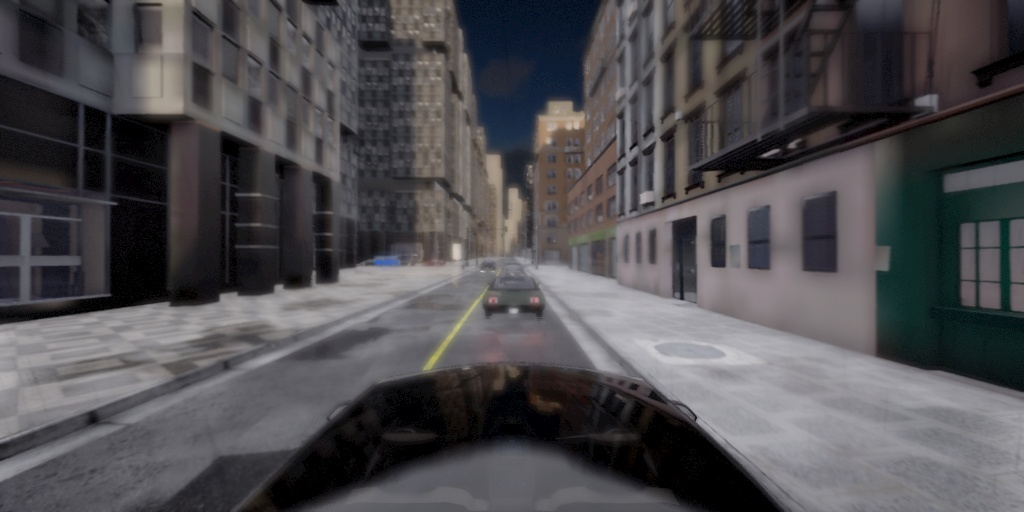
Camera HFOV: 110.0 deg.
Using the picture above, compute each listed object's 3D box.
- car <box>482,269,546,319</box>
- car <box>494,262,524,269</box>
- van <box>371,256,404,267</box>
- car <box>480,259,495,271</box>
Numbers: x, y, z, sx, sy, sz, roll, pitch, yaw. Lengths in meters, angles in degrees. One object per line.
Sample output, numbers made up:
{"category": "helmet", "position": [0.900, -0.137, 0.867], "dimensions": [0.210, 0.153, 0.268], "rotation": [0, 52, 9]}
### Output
{"category": "car", "position": [0.062, 1.313, 12.653], "dimensions": [1.895, 1.301, 4.718], "rotation": [0, 0, 0]}
{"category": "car", "position": [0.053, 1.214, 25.844], "dimensions": [2.033, 1.411, 5.357], "rotation": [0, 0, 1]}
{"category": "van", "position": [-20.092, 0.970, 58.120], "dimensions": [3.998, 1.789, 1.690], "rotation": [0, 0, 0]}
{"category": "car", "position": [-3.029, 1.130, 47.038], "dimensions": [2.033, 1.411, 5.357], "rotation": [0, 0, 1]}
